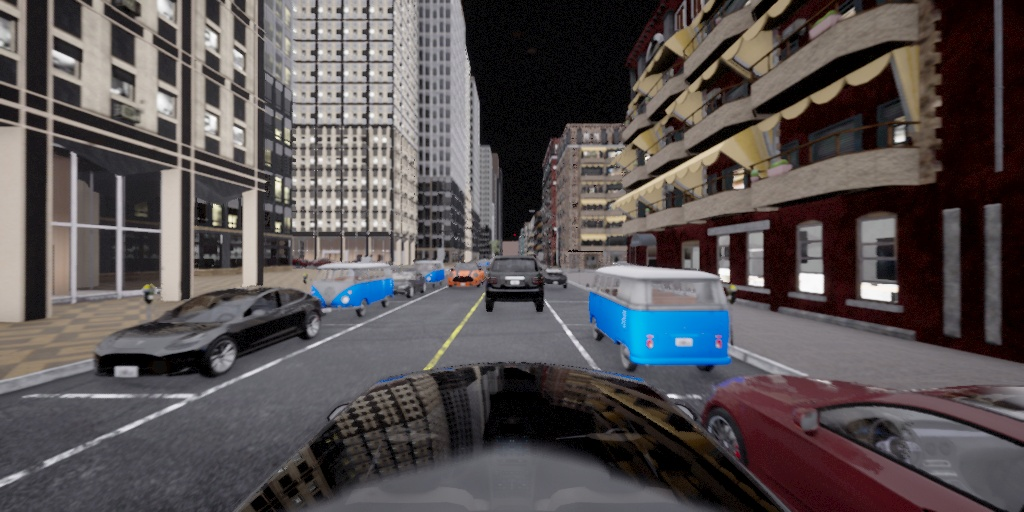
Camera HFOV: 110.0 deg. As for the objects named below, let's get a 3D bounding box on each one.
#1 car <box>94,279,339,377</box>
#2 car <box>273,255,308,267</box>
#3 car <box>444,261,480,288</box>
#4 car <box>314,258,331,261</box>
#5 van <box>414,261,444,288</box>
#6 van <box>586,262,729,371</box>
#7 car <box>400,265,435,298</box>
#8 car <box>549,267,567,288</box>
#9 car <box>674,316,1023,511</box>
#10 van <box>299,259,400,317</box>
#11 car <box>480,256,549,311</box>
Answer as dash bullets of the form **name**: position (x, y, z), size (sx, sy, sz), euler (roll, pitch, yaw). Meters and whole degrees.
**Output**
- **car**: position (-5.685, 1.344, 7.464), size (1.948, 1.339, 4.313), euler (0, 0, 0)
- **car**: position (-32.242, 0.742, 52.129), size (5.009, 1.841, 2.192), euler (0, 0, 0)
- **car**: position (-3.073, 1.218, 24.724), size (2.097, 1.767, 4.553), euler (0, 0, 0)
- **car**: position (-26.668, 1.116, 52.135), size (4.207, 1.307, 1.802), euler (0, 0, 0)
- **van**: position (-5.666, 1.205, 24.410), size (1.690, 1.789, 3.998), euler (0, 0, 0)
- **van**: position (2.696, 1.119, 7.455), size (1.690, 1.789, 3.998), euler (0, 0, 0)
- **car**: position (-5.673, 1.386, 18.761), size (2.007, 1.370, 4.403), euler (0, 0, 0)
- **car**: position (2.714, 1.415, 24.400), size (2.007, 1.370, 4.403), euler (0, 0, 0)
- **car**: position (2.689, 1.332, 1.807), size (1.802, 1.307, 4.207), euler (0, 0, 0)
- **van**: position (-5.679, 1.148, 13.113), size (1.690, 1.789, 3.998), euler (0, 0, 0)
- **car**: position (0.107, 1.033, 14.864), size (2.150, 2.045, 5.566), euler (0, -1, 0)
